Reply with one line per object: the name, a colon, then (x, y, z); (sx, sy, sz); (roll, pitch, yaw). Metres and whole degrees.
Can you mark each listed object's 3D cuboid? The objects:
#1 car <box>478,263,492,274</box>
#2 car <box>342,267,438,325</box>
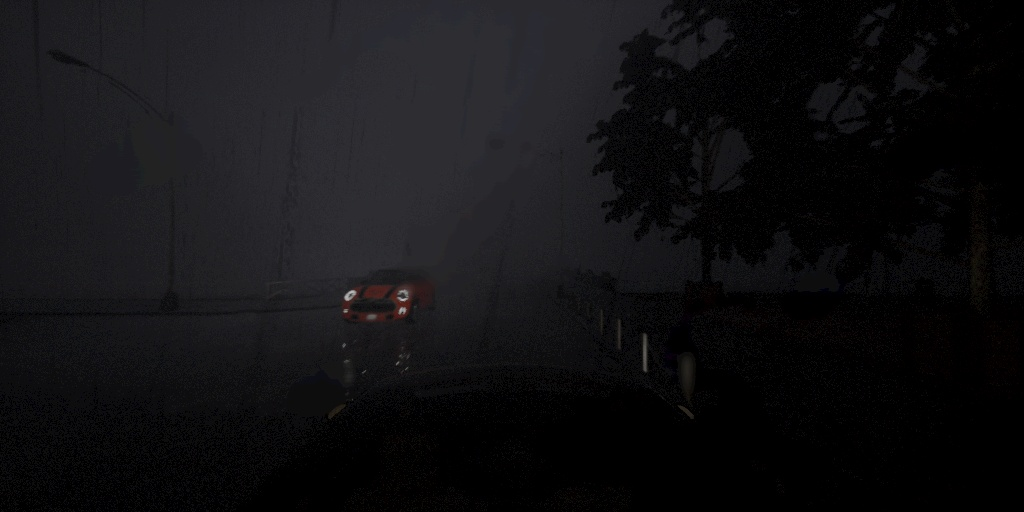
car: (-4.007, 1.805, 54.496); (1.882, 1.535, 5.008); (0, -1, 0)
car: (-4.002, 1.193, 12.488); (2.097, 1.767, 4.553); (0, -1, 0)
